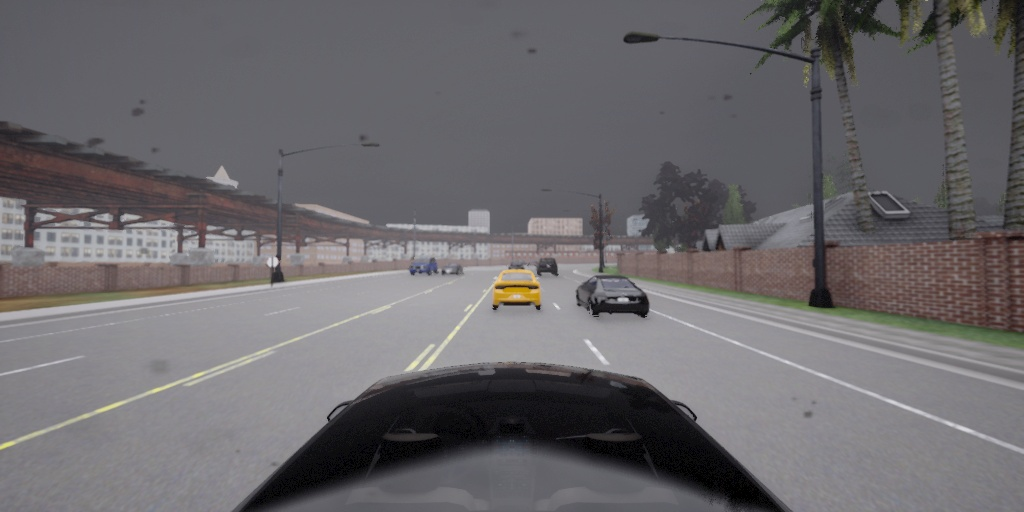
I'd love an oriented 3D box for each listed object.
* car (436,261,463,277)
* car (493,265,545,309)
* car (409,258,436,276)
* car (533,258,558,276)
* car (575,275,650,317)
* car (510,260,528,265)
[{"bbox_3d":[-6.665,1.477,40.306,2.128,1.511,4.902,0,0,1],"label":"car"},{"bbox_3d":[0.209,1.343,15.658,1.882,1.535,5.008,0,0,1],"label":"car"},{"bbox_3d":[-10.159,1.211,41.717,2.150,2.045,5.566,0,0,2],"label":"car"},{"bbox_3d":[3.980,1.218,41.246,2.150,2.045,5.566,0,0,1],"label":"car"},{"bbox_3d":[3.686,1.420,13.784,1.994,1.385,4.181,0,0,1],"label":"car"},{"bbox_3d":[0.522,1.496,43.341,2.128,1.511,4.902,0,0,1],"label":"car"}]
